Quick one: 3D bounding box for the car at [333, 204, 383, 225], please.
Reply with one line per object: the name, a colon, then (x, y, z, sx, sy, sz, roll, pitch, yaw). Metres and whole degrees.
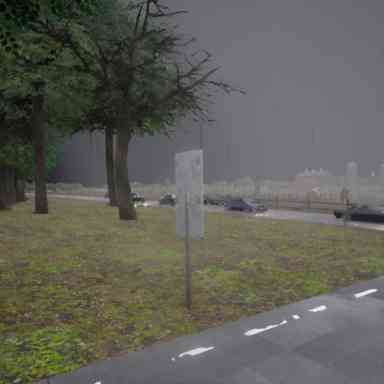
car: (11.625, 1.447, 21.114, 1.895, 1.301, 4.718, -1, 2, -36)

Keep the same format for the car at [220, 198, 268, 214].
car: (4.886, 1.216, 30.456, 1.994, 1.385, 4.181, -1, 1, -36)

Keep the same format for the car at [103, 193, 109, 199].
car: (-15.473, 0.637, 63.703, 1.994, 1.385, 4.181, -1, 1, -36)

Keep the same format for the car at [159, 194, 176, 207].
car: (-2.299, 0.990, 40.435, 1.812, 1.442, 4.674, -1, 1, -36)

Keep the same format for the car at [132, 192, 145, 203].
car: (-8.758, 0.792, 49.429, 1.882, 1.535, 5.008, -1, 1, -35)

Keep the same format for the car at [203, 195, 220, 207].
car: (1.840, 1.064, 39.700, 1.895, 1.301, 4.718, -1, 1, -36)
